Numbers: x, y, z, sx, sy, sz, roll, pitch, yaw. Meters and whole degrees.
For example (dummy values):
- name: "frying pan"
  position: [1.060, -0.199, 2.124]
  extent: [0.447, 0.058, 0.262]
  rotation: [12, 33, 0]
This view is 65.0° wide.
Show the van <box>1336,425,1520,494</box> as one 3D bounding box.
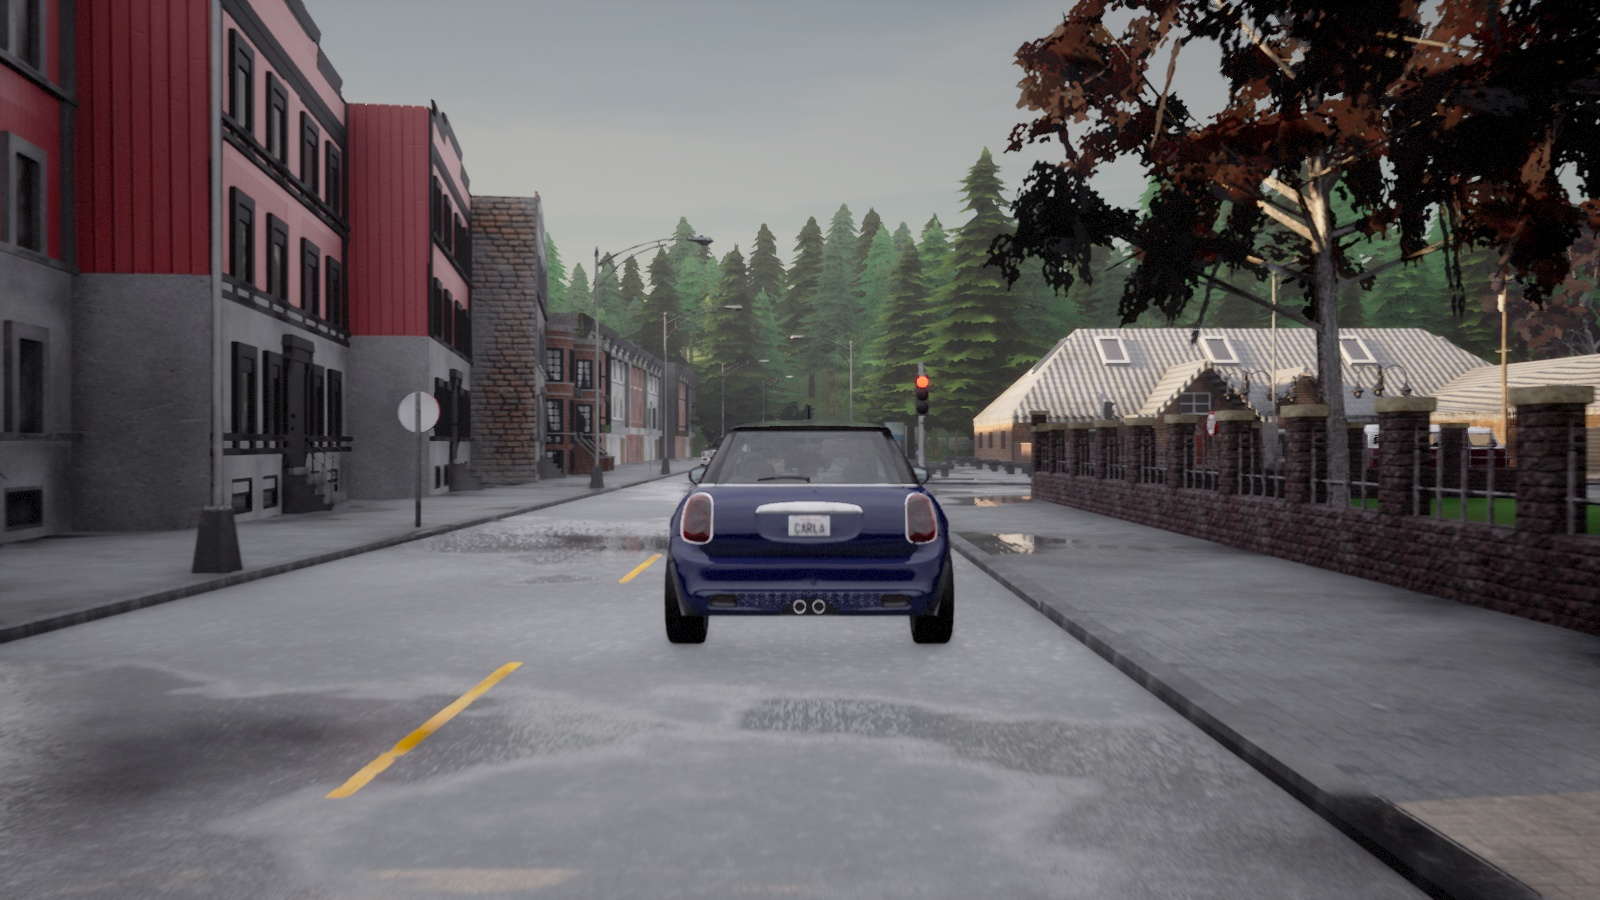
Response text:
- name: "van"
  position: [18.743, 0.273, 37.654]
  extent: [4.480, 2.038, 2.069]
  rotation: [0, 0, -1]

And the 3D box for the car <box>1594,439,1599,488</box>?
- name: "car"
  position: [29.285, 0.467, 41.412]
  extent: [4.856, 1.649, 2.033]
  rotation: [0, 0, 4]

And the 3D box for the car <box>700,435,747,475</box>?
- name: "car"
  position: [-3.642, 0.221, 60.217]
  extent: [1.932, 1.855, 4.605]
  rotation: [0, 0, 0]

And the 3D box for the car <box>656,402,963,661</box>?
- name: "car"
  position: [0.077, 0.544, 10.852]
  extent: [2.097, 1.767, 4.553]
  rotation: [0, 0, 0]
